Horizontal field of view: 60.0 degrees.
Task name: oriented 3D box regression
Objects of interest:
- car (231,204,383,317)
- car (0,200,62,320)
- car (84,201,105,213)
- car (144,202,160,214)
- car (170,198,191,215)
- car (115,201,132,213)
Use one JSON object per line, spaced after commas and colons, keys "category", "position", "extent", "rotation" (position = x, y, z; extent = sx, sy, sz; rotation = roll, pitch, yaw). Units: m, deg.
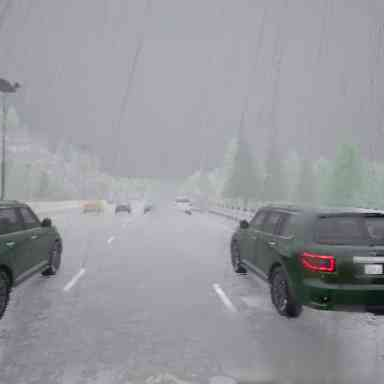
{"category": "car", "position": [2.501, 1.298, 7.823], "extent": [2.150, 2.045, 5.566], "rotation": [1, 0, -7]}
{"category": "car", "position": [-4.443, 1.167, 6.952], "extent": [2.150, 2.045, 5.566], "rotation": [1, 0, -7]}
{"category": "car", "position": [-12.022, 1.801, 41.112], "extent": [1.882, 1.535, 5.008], "rotation": [1, -1, -7]}
{"category": "car", "position": [-5.130, 1.987, 42.318], "extent": [1.812, 1.442, 4.674], "rotation": [1, -1, -7]}
{"category": "car", "position": [-1.405, 1.716, 40.773], "extent": [2.150, 2.045, 5.566], "rotation": [1, -1, -7]}
{"category": "car", "position": [-8.651, 1.927, 42.230], "extent": [1.812, 1.442, 4.674], "rotation": [1, -1, -7]}
